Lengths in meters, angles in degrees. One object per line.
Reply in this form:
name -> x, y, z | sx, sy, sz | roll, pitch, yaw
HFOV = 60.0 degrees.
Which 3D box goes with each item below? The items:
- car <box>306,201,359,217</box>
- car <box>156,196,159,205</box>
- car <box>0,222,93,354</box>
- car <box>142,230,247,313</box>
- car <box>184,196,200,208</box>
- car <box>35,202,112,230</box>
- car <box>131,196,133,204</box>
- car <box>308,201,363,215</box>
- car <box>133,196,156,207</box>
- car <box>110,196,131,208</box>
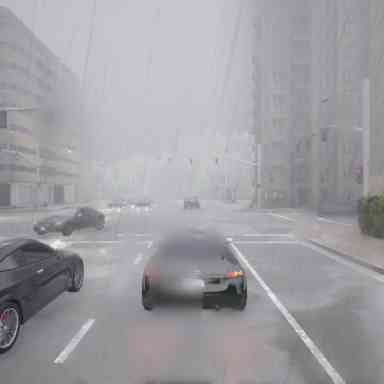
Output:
car -> 12.648, 1.564, 30.307 | 4.181, 1.385, 1.994 | 0, 0, 0
car -> -7.173, 1.505, 60.772 | 1.837, 1.490, 4.892 | 0, 0, 0
car -> -3.460, 1.526, 5.956 | 1.812, 1.442, 4.674 | 0, 0, 0
car -> 0.050, 1.564, 7.758 | 1.994, 1.385, 4.181 | 0, 0, 0
car -> -0.027, 1.352, 47.078 | 2.097, 1.767, 4.553 | 0, 0, -1
car -> -6.623, 1.526, 18.472 | 1.812, 1.442, 4.674 | -1, 0, 17
car -> -10.682, 1.505, 57.919 | 1.837, 1.490, 4.892 | 0, 0, 0
car -> 14.485, 1.601, 33.792 | 4.718, 1.301, 1.895 | 0, 0, 0
car -> -7.168, 1.547, 50.757 | 2.033, 1.411, 5.357 | 0, 0, 0
car -> -10.674, 1.547, 48.227 | 2.033, 1.411, 5.357 | 0, 0, 0
